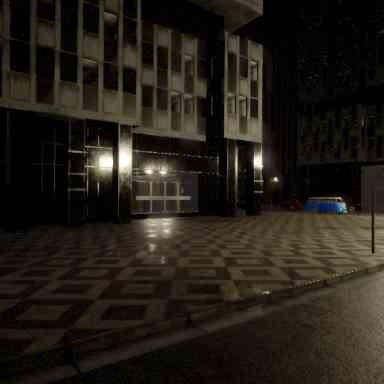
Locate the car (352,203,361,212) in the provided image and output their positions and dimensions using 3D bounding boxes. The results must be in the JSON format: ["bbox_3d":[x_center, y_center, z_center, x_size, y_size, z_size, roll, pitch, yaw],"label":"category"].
[{"bbox_3d":[20.682,1.725,39.137,1.947,1.339,4.313,0,0,-36],"label":"car"}]

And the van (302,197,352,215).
[{"bbox_3d":[13.752,1.425,34.173,1.690,1.788,3.998,0,0,-36],"label":"van"}]

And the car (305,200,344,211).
[{"bbox_3d":[17.397,1.749,43.732,2.008,1.369,4.403,0,0,-36],"label":"car"}]

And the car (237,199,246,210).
[{"bbox_3d":[7.182,1.706,43.362,1.887,1.381,4.507,0,0,-36],"label":"car"}]

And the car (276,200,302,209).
[{"bbox_3d":[14.112,1.818,48.327,1.802,1.307,4.206,0,0,-36],"label":"car"}]

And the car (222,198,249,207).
[{"bbox_3d":[7.442,1.839,57.655,1.752,1.417,4.829,0,0,-36],"label":"car"}]
